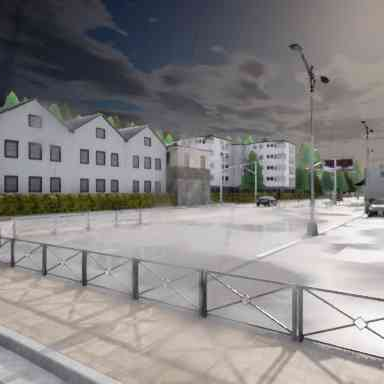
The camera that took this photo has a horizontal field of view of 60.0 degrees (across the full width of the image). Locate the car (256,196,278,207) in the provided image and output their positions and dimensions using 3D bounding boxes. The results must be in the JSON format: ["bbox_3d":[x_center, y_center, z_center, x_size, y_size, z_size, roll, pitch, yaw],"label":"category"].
[{"bbox_3d":[10.673,1.313,47.132,1.837,1.490,4.892,0,0,32],"label":"car"}]

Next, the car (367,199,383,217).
[{"bbox_3d":[15.421,1.298,26.811,2.007,1.523,4.514,0,0,35],"label":"car"}]
